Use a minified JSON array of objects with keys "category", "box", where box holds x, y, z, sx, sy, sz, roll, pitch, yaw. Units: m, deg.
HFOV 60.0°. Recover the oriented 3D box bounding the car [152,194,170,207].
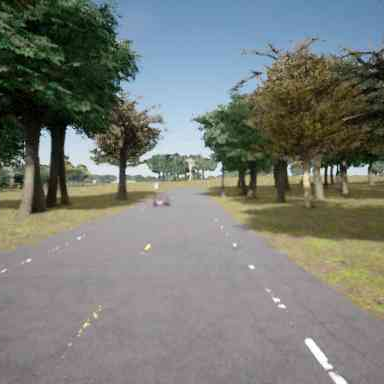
[{"category":"car","box":[-3.585,0.942,39.436,1.812,1.442,4.674,0,1,0]}]
